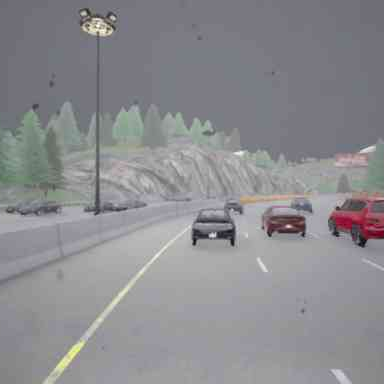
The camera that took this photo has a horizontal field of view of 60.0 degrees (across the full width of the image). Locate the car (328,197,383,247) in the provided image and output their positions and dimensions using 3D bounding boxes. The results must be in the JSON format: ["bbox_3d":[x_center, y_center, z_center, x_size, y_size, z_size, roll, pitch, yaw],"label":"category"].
[{"bbox_3d":[8.057,1.246,15.232,2.150,2.045,5.566,0,0,6],"label":"car"}]

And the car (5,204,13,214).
[{"bbox_3d":[-17.274,1.479,34.849,1.837,1.490,4.892,0,0,12],"label":"car"}]

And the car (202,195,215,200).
[{"bbox_3d":[3.899,1.533,74.560,1.837,1.490,4.892,0,0,25],"label":"car"}]

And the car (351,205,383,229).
[{"bbox_3d":[12.644,1.639,22.787,1.895,1.301,4.718,0,0,9],"label":"car"}]

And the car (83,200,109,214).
[{"bbox_3d":[-9.901,1.555,35.843,1.994,1.385,4.181,0,0,13],"label":"car"}]

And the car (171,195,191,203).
[{"bbox_3d":[-1.953,1.370,70.419,2.097,1.767,4.553,0,0,23],"label":"car"}]

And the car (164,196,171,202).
[{"bbox_3d":[-4.461,1.555,73.368,1.994,1.385,4.181,0,0,25],"label":"car"}]

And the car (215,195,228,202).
[{"bbox_3d":[7.576,1.546,74.087,1.837,1.490,4.892,0,0,27],"label":"car"}]

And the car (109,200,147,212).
[{"bbox_3d":[-6.430,1.547,35.539,2.033,1.411,5.357,0,0,13],"label":"car"}]

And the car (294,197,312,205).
[{"bbox_3d":[12.489,1.396,38.093,2.097,1.767,4.553,0,0,15],"label":"car"}]

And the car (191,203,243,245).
[{"bbox_3d":[1.074,1.500,15.519,2.128,1.511,4.902,0,0,6],"label":"car"}]

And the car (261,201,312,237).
[{"bbox_3d":[4.931,1.496,18.356,1.882,1.535,5.008,0,0,7],"label":"car"}]

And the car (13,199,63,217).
[{"bbox_3d":[-14.333,1.484,31.750,1.837,1.490,4.892,0,0,11],"label":"car"}]

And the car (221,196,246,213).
[{"bbox_3d":[4.578,1.530,35.469,1.837,1.490,4.892,0,0,14],"label":"car"}]
